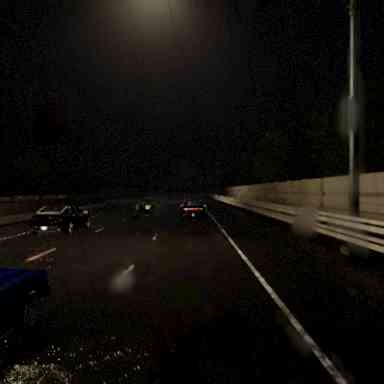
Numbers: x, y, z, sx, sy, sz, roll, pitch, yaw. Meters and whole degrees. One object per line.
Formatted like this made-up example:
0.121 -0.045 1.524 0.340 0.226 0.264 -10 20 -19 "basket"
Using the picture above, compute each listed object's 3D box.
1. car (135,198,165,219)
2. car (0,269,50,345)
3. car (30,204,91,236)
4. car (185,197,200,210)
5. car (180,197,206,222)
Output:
-3.419 1.251 27.716 2.097 1.767 4.553 0 0 0 "car"
-3.403 1.577 3.707 1.895 1.301 4.718 0 0 0 "car"
-6.913 1.426 17.944 1.837 1.490 4.892 0 0 0 "car"
0.071 1.374 41.482 1.837 1.490 4.892 0 0 0 "car"
0.084 1.395 25.643 2.128 1.511 4.902 0 0 0 "car"
